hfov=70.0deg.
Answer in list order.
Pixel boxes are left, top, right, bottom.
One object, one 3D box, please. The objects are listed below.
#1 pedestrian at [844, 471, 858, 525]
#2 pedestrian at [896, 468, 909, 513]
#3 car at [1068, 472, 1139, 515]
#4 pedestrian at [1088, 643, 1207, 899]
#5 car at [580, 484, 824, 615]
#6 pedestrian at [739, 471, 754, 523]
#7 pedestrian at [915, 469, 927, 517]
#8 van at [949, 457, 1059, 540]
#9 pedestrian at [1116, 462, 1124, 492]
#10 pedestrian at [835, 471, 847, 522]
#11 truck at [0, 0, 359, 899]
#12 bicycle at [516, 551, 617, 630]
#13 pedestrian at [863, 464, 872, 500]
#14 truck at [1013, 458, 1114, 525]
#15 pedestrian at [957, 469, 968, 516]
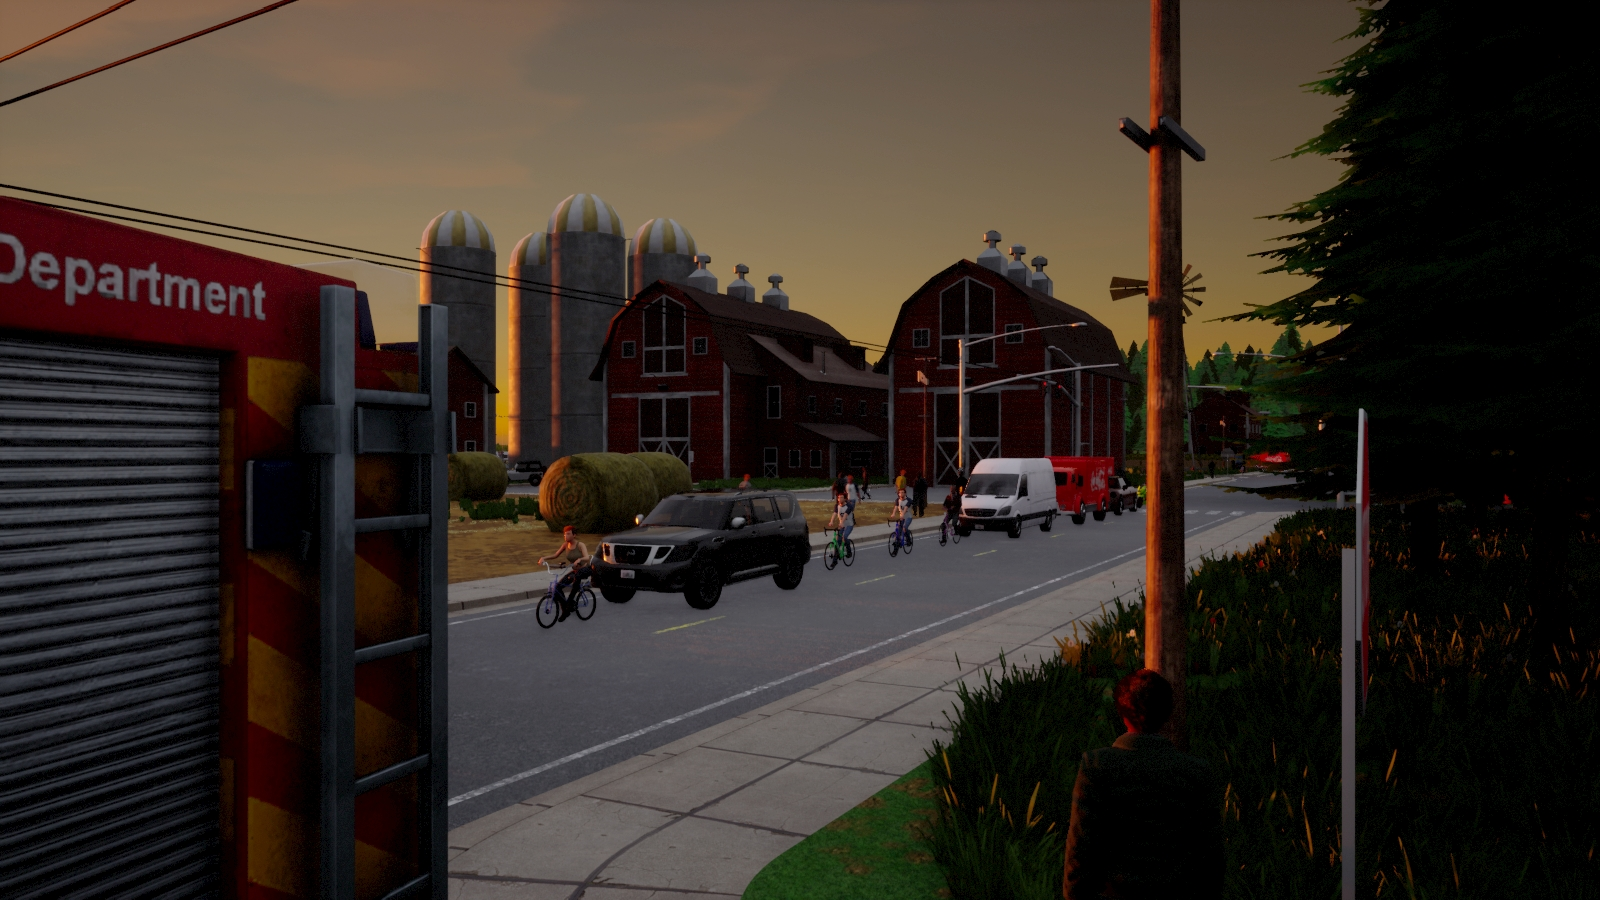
[{"bbox_3d":[1.781,1.688,40.023,0.375,1.860,0.375,0,0,26],"label":"pedestrian"},{"bbox_3d":[4.242,1.678,47.350,0.375,1.860,0.375,0,0,-43],"label":"pedestrian"},{"bbox_3d":[13.635,1.903,51.213,2.097,1.767,4.553,0,0,28],"label":"car"},{"bbox_3d":[1.241,1.663,4.116,0.375,1.860,0.375,0,0,11],"label":"pedestrian"},{"bbox_3d":[-1.713,1.779,22.406,2.150,2.045,5.566,0,0,27],"label":"car"},{"bbox_3d":[-1.917,1.677,41.044,0.375,1.860,0.375,0,0,33],"label":"pedestrian"},{"bbox_3d":[4.765,1.694,45.052,0.375,1.860,0.375,0,0,30],"label":"pedestrian"},{"bbox_3d":[7.054,1.534,38.933,1.988,2.561,5.915,0,0,28],"label":"van"},{"bbox_3d":[20.007,1.696,71.424,0.375,1.860,0.375,0,0,28],"label":"pedestrian"},{"bbox_3d":[1.497,1.683,41.701,0.375,1.860,0.375,0,0,19],"label":"pedestrian"},{"bbox_3d":[-5.944,0.867,3.834,8.468,3.827,2.891,0,0,19],"label":"truck"},{"bbox_3d":[-3.779,2.256,18.557,0.859,1.080,1.487,0,0,28],"label":"bicycle"},{"bbox_3d":[3.529,1.670,59.794,0.375,1.860,0.375,0,0,23],"label":"pedestrian"},{"bbox_3d":[10.539,1.568,45.363,2.627,2.467,5.204,0,0,28],"label":"truck"},{"bbox_3d":[6.488,1.696,45.606,0.375,1.860,0.375,0,0,20],"label":"pedestrian"}]
